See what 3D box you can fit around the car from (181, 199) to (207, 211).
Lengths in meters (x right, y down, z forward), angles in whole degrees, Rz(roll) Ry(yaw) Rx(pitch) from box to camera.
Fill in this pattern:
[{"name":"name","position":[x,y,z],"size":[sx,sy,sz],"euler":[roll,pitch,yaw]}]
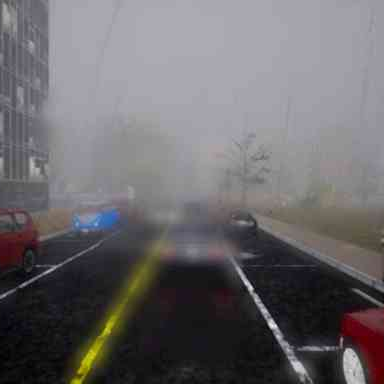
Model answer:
[{"name":"car","position":[0.071,1.618,29.418],"size":[1.837,1.490,4.892],"euler":[0,0,0]}]

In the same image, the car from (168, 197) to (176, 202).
[{"name":"car","position":[-5.325,1.930,90.325],"size":[1.947,1.339,4.313],"euler":[-1,0,0]}]

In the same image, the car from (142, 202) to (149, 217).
[{"name":"car","position":[-5.325,1.659,29.804],"size":[1.887,1.381,4.507],"euler":[-1,0,0]}]

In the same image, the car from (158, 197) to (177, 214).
[{"name":"car","position":[-2.828,1.627,38.294],"size":[1.882,1.535,5.008],"euler":[0,0,0]}]

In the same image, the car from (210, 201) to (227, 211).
[{"name":"car","position":[2.555,1.637,24.291],"size":[1.887,1.381,4.507],"euler":[-1,0,0]}]

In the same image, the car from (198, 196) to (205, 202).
[{"name":"car","position":[2.555,1.909,90.322],"size":[1.887,1.381,4.507],"euler":[-1,0,0]}]

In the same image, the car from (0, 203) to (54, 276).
[{"name":"car","position":[-5.327,1.343,7.614],"size":[2.192,1.841,5.009],"euler":[-1,0,0]}]

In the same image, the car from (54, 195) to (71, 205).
[{"name":"car","position":[-25.674,1.562,63.609],"size":[5.009,1.841,2.192],"euler":[0,1,-1]}]

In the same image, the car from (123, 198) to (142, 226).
[{"name":"car","position":[-5.328,1.407,24.257],"size":[2.192,1.841,5.009],"euler":[-1,0,0]}]

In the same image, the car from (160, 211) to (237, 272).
[{"name":"car","position":[0.046,1.587,10.843],"size":[2.033,1.411,5.357],"euler":[0,0,1]}]

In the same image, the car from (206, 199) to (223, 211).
[{"name":"car","position":[2.571,1.664,31.051],"size":[1.887,1.381,4.507],"euler":[-1,0,0]}]

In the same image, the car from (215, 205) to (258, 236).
[{"name":"car","position":[2.556,1.636,18.750],"size":[1.947,1.339,4.313],"euler":[-1,0,0]}]

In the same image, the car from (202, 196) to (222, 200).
[{"name":"car","position":[2.682,1.470,39.689],"size":[2.192,1.841,5.009],"euler":[-1,0,0]}]

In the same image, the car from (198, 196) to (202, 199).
[{"name":"car","position":[2.609,1.768,81.623],"size":[1.967,1.590,4.097],"euler":[-1,0,0]}]

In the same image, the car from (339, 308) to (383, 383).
[{"name":"car","position":[2.556,1.553,2.127],"size":[1.887,1.381,4.507],"euler":[-1,0,0]}]

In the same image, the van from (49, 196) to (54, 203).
[{"name":"van","position":[-25.824,1.660,55.436],"size":[3.998,1.788,1.690],"euler":[0,1,-1]}]

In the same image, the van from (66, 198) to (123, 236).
[{"name":"van","position":[-5.327,1.411,18.710],"size":[1.690,1.788,3.998],"euler":[-1,0,0]}]

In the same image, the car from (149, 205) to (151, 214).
[{"name":"car","position":[-5.397,1.703,35.347],"size":[1.947,1.339,4.313],"euler":[-1,0,0]}]
